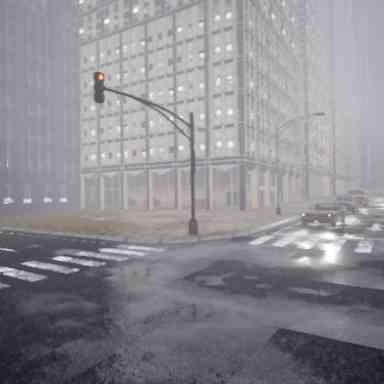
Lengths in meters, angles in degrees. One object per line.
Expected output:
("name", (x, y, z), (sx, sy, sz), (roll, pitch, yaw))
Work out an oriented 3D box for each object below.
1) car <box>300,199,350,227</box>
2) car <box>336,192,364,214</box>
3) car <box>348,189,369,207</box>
("car", (8.255, 1.349, 20.699), (1.895, 1.301, 4.718), (-1, 0, 34))
("car", (13.587, 1.082, 29.459), (2.128, 1.511, 4.902), (-1, 0, 31))
("car", (19.106, 0.646, 38.544), (2.150, 2.045, 5.566), (-1, 0, 32))
